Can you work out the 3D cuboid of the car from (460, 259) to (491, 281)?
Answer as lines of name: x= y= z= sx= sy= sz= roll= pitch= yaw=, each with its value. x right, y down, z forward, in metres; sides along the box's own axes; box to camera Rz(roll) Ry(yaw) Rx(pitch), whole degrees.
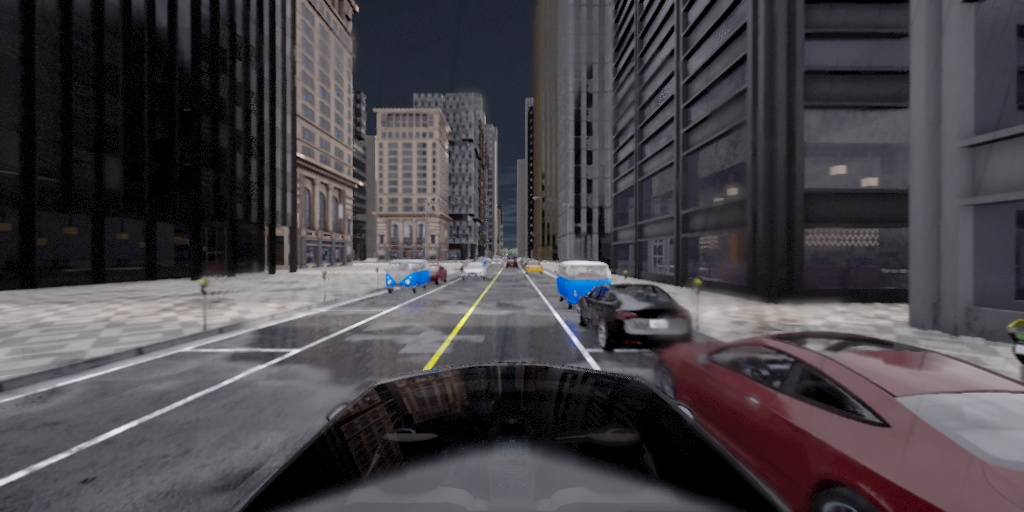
car: x=-3.086 y=1.265 z=30.356 sx=1.812 sy=1.442 sz=4.674 roll=0 pitch=0 yaw=0

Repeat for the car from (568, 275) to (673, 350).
car: x=2.765 y=1.314 z=8.835 sx=1.948 sy=1.339 sz=4.313 roll=0 pitch=0 yaw=0

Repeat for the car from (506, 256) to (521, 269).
car: x=0.015 y=1.200 z=57.294 sx=1.882 sy=1.535 sz=5.008 roll=0 pitch=0 yaw=0

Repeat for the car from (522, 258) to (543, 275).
car: x=2.360 y=1.193 z=38.964 sx=1.801 sy=1.575 sz=5.366 roll=0 pitch=0 yaw=0

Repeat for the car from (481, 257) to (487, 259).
car: x=-5.748 y=1.286 z=59.603 sx=1.948 sy=1.339 sz=4.313 roll=0 pitch=0 yaw=0

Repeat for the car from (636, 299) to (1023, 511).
car: x=2.764 y=1.332 z=3.195 sx=1.802 sy=1.307 sz=4.207 roll=0 pitch=0 yaw=0

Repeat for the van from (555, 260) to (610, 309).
van: x=2.766 y=1.087 z=14.476 sx=1.690 sy=1.789 sz=3.998 roll=0 pitch=0 yaw=0

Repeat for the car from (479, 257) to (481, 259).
car: x=-5.751 y=1.170 z=48.320 sx=1.967 sy=1.591 sz=4.097 roll=0 pitch=0 yaw=0

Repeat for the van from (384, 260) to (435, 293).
van: x=-5.758 y=1.084 z=20.116 sx=1.690 sy=1.789 sz=3.998 roll=0 pitch=0 yaw=0

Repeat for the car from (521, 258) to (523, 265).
car: x=2.776 y=1.292 z=53.961 sx=1.948 sy=1.339 sz=4.313 roll=0 pitch=0 yaw=0

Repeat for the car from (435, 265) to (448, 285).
car: x=-5.756 y=1.286 z=25.757 sx=1.888 sy=1.381 sz=4.507 roll=0 pitch=0 yaw=0
